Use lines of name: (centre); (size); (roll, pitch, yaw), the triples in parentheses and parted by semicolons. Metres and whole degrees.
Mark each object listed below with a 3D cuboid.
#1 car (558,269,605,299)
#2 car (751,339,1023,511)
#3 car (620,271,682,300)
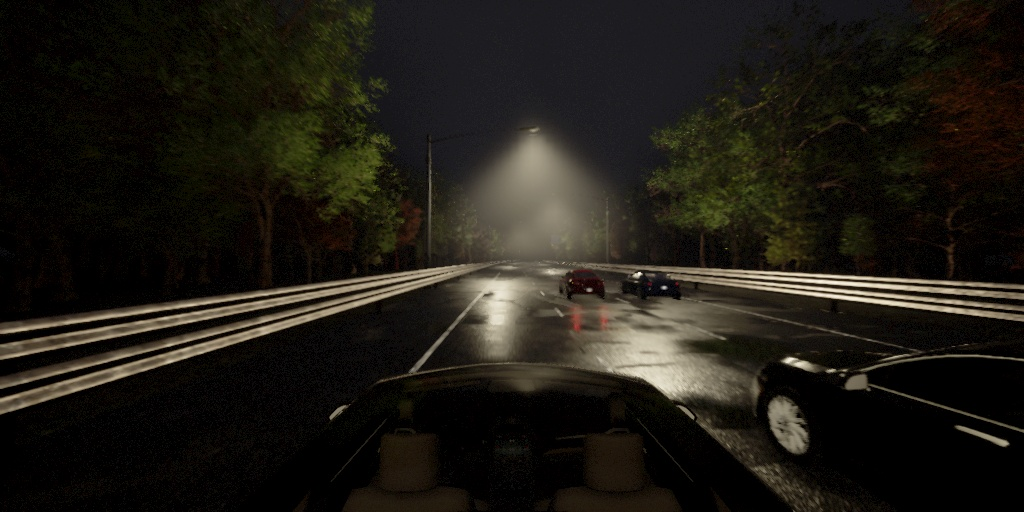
car: (3.604, 1.423, 19.003); (1.812, 1.442, 4.674); (0, 0, 0)
car: (3.600, 1.257, 2.049); (1.837, 1.490, 4.892); (0, 0, 0)
car: (7.103, 1.459, 18.740); (1.994, 1.385, 4.181); (0, 0, 0)
